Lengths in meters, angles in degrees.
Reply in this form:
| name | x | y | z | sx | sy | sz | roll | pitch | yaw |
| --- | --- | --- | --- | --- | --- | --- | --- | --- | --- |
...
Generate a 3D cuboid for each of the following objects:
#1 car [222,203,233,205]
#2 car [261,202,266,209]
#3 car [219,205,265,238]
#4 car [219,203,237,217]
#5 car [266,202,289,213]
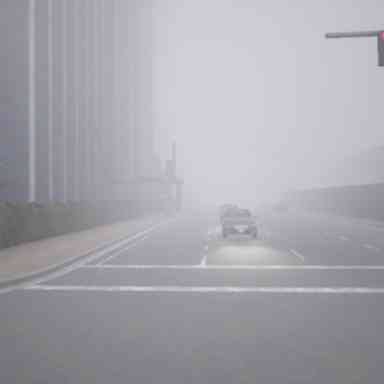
| name | x | y | z | sx | sy | sz | roll | pitch | yaw |
| --- | --- | --- | --- | --- | --- | --- | --- | --- | --- |
| car | 3.466 | 1.886 | 29.591 | 2.128 | 1.511 | 4.902 | -1 | -1 | 4 |
| car | 12.531 | 2.293 | 55.102 | 1.895 | 1.301 | 4.718 | -1 | -1 | 4 |
| car | 2.683 | 1.737 | 19.338 | 2.128 | 1.511 | 4.902 | -1 | -1 | 4 |
| car | 4.297 | 2.098 | 40.247 | 2.033 | 1.411 | 5.357 | -1 | -1 | 5 |
| car | 11.805 | 2.035 | 44.974 | 2.128 | 1.511 | 4.902 | -1 | -1 | 5 |
